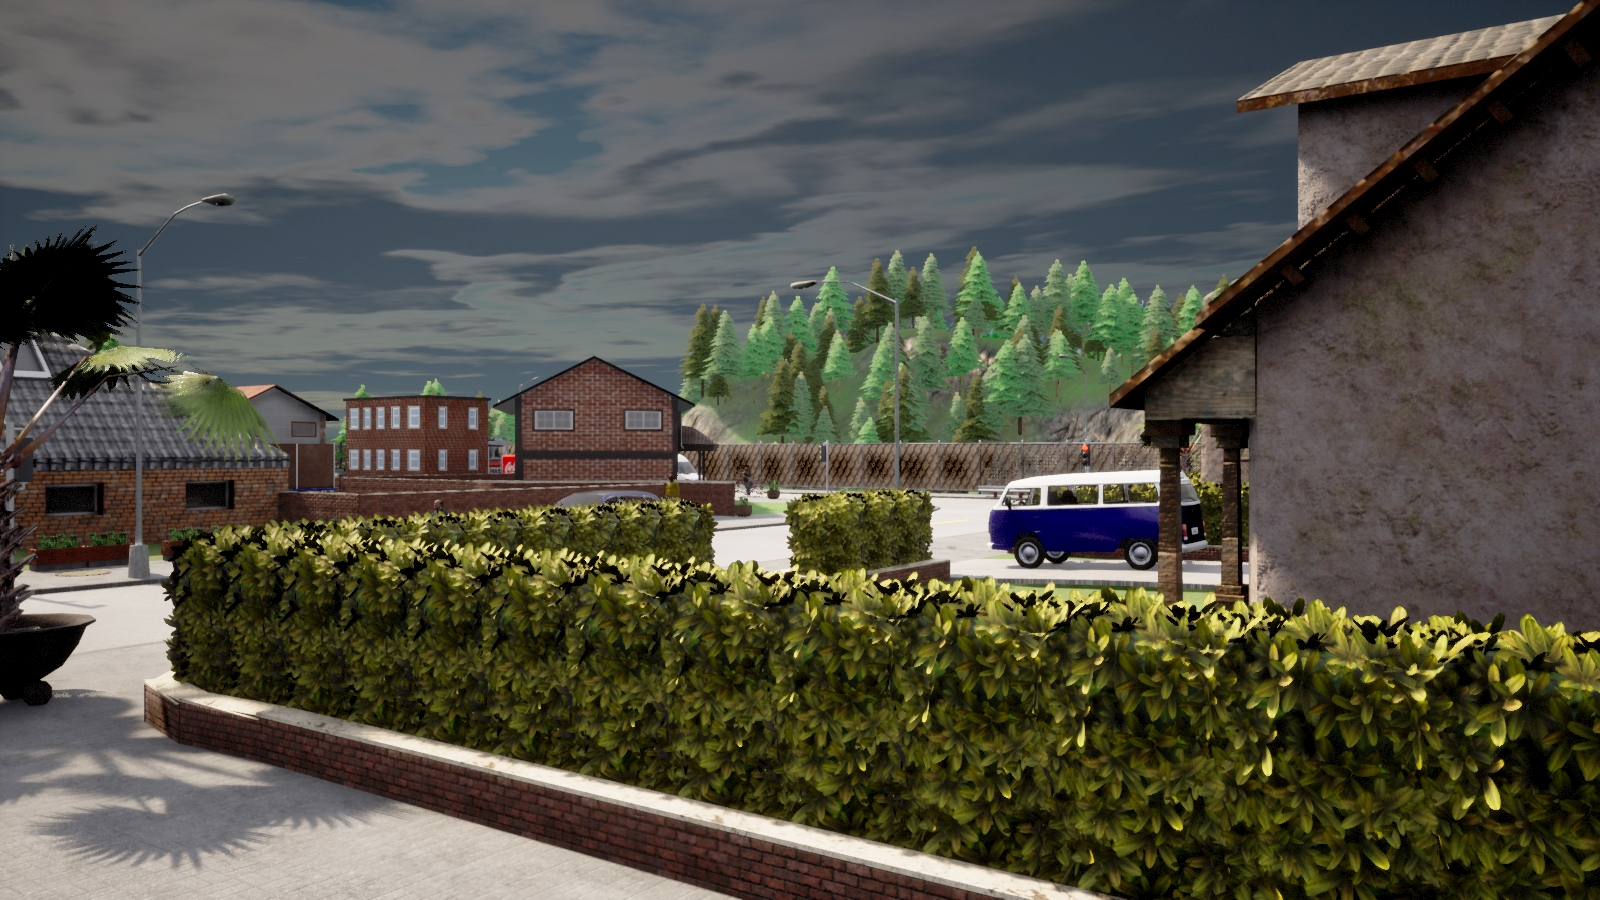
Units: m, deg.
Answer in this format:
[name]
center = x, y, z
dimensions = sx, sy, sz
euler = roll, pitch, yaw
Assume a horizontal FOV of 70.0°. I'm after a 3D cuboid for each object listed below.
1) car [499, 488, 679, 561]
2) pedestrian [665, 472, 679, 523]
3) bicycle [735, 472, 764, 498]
[car]
center = -5.692, 1.958, 31.387
dimensions = 2.242, 1.667, 4.611
euler = 0, 0, 35
[pedestrian]
center = -4.681, 1.732, 41.793
dimensions = 0.375, 1.860, 0.375
euler = 0, 0, 29
[bicycle]
center = -2.959, 2.044, 66.951
dimensions = 1.835, 1.471, 0.329
euler = 0, 0, 35
